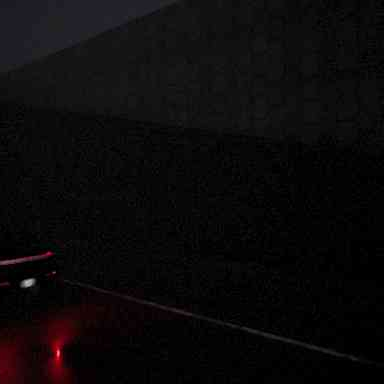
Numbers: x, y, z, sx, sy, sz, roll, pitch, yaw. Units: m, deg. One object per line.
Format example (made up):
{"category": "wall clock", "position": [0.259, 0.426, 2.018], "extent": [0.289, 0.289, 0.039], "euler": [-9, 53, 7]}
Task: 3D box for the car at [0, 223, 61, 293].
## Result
{"category": "car", "position": [-4.989, 1.457, 7.543], "extent": [4.902, 1.511, 2.128], "euler": [0, 0, 36]}
